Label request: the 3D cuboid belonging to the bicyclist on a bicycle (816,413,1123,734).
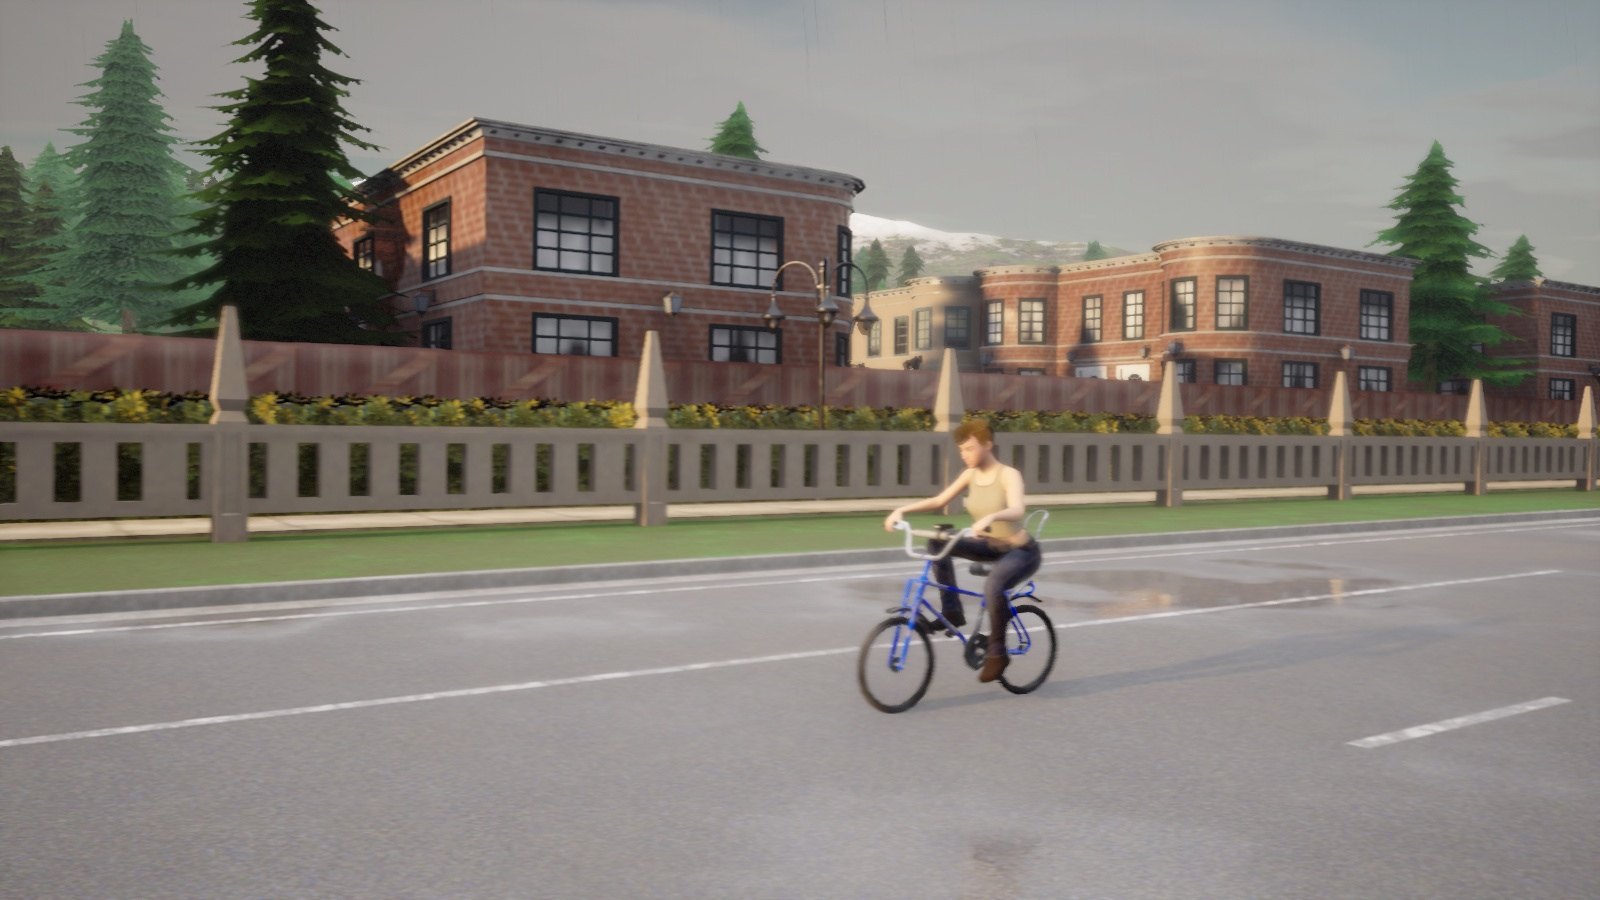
[{"bbox_3d":[0.969,0.608,7.094,1.509,1.612,0.866,-1,1,-34],"label":"bicyclist on a bicycle"}]
